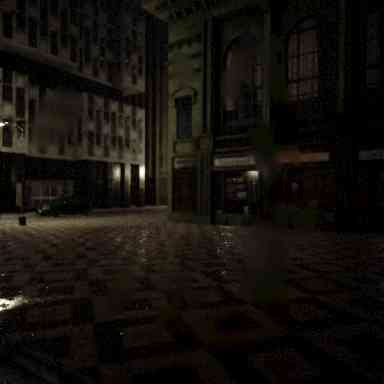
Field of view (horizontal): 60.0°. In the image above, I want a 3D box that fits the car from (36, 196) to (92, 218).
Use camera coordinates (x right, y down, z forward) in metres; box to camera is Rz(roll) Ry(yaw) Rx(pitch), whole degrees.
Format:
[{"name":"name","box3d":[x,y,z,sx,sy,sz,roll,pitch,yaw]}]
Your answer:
[{"name":"car","box3d":[-12.926,1.483,34.025,2.150,2.045,5.566,0,0,35]}]
